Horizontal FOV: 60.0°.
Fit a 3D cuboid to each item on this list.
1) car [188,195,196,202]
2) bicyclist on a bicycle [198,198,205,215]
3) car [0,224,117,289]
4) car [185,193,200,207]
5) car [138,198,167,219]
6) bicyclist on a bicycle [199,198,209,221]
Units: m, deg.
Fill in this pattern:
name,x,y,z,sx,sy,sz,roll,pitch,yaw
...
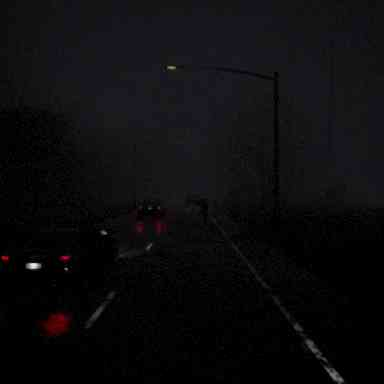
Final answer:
name,x,y,z,sx,sy,sz,roll,pitch,yaw
car,0.003,1.507,73.847,1.812,1.442,4.674,0,0,0
bicyclist on a bicycle,0.967,1.444,33.729,0.582,1.620,1.656,0,0,0
car,-3.401,1.561,9.153,1.994,1.385,4.181,0,0,0
car,0.098,1.211,52.560,2.150,2.045,5.566,0,0,0
car,-3.400,1.343,29.014,2.097,1.767,4.553,0,0,0
bicyclist on a bicycle,0.967,1.363,24.933,0.659,1.776,1.843,0,0,0
